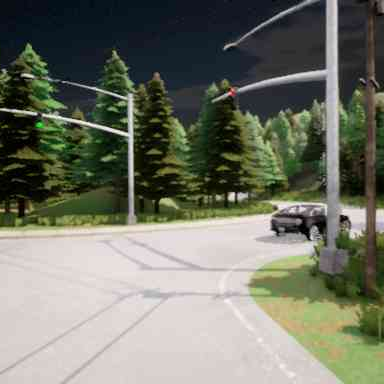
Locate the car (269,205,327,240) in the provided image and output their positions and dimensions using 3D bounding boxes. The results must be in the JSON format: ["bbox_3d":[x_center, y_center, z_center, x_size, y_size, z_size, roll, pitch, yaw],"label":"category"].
[{"bbox_3d":[5.693,1.349,15.705,4.902,1.511,2.128,-1,0,-39],"label":"car"}]
